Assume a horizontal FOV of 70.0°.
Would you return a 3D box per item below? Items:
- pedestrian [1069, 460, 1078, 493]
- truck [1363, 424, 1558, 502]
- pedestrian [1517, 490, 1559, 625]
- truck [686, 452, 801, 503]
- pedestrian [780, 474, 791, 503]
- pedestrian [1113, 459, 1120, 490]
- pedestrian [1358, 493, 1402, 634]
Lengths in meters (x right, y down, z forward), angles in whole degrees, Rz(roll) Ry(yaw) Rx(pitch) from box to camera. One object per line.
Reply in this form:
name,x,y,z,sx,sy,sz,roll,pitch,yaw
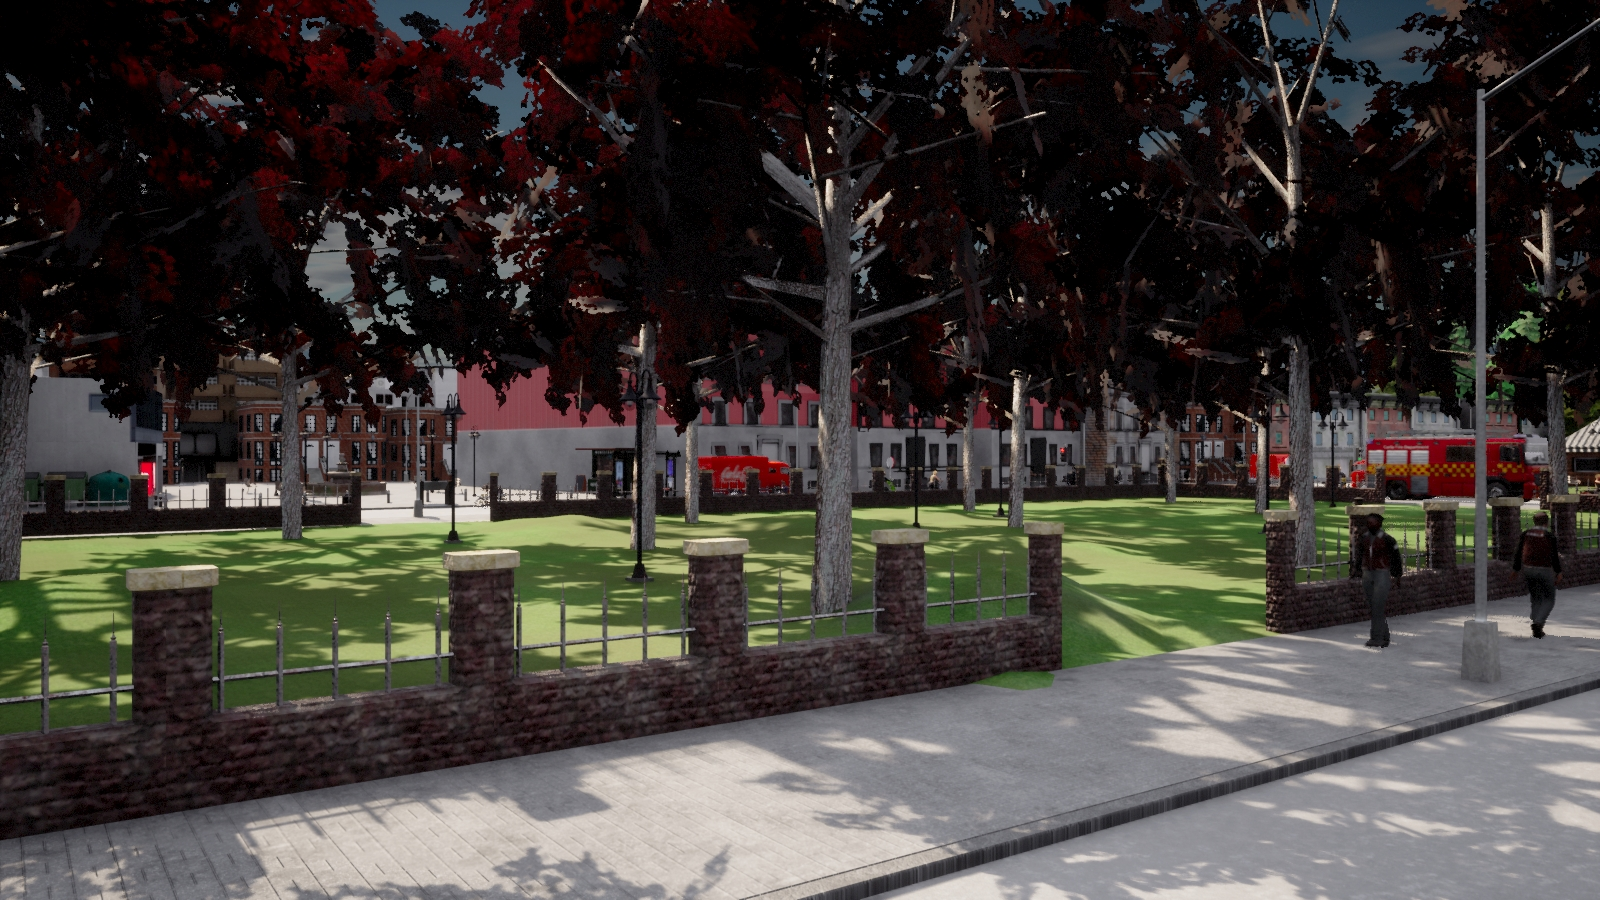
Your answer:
pedestrian,15.478,1.504,64.674,0.375,1.860,0.375,0,0,-35
truck,34.609,0.644,60.236,2.891,3.827,8.468,0,0,-34
pedestrian,10.503,1.515,16.261,0.375,1.860,0.375,0,0,-30
truck,-2.812,1.335,57.726,5.204,2.467,2.627,0,0,-35
pedestrian,-0.682,1.792,53.348,0.375,1.300,0.375,0,0,-35
pedestrian,19.466,1.503,70.279,0.375,1.860,0.375,0,0,30
pedestrian,7.827,1.518,15.419,0.375,1.860,0.375,0,0,-30
